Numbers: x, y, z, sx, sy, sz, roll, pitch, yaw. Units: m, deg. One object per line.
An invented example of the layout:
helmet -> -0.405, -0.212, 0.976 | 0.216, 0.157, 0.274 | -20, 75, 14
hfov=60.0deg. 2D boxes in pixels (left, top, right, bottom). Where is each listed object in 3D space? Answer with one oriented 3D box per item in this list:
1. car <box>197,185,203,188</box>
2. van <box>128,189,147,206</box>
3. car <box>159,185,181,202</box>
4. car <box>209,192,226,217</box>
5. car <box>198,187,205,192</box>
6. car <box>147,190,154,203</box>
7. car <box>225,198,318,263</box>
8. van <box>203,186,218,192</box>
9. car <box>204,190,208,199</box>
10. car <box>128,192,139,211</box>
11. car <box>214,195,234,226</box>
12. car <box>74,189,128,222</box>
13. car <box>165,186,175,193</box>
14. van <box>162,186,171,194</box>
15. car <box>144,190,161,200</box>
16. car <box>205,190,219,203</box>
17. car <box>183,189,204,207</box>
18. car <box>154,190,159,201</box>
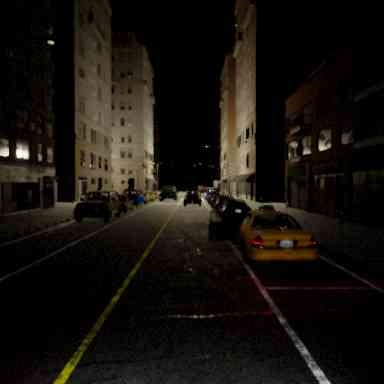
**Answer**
car -> 2.689, -0.351, 76.863 | 1.967, 1.590, 4.097 | 0, 1, 0
van -> -5.850, 0.597, 32.656 | 1.690, 1.788, 3.998 | 0, 1, 0
car -> -3.044, 0.209, 44.201 | 2.150, 2.045, 5.566 | 0, 1, 0
car -> 2.675, 0.950, 27.006 | 1.947, 1.339, 4.313 | 0, 1, 0
car -> 2.693, -0.632, 93.615 | 1.947, 1.339, 4.313 | 0, 1, 0
car -> -5.848, 0.654, 38.158 | 1.752, 1.417, 4.829 | 0, 1, 0
car -> 2.353, 1.208, 10.831 | 1.801, 1.575, 5.366 | 0, 1, 0
van -> 2.680, 0.332, 44.005 | 1.690, 1.788, 3.998 | 0, 1, 0
car -> 2.678, 0.706, 38.342 | 1.802, 1.307, 4.206 | 0, 1, 0
car -> -5.851, 0.935, 26.994 | 2.008, 1.369, 4.403 | 0, 1, 0
car -> 2.673, 1.079, 21.338 | 1.947, 1.339, 4.313 | 0, 1, 0
car -> -5.852, 0.828, 21.323 | 2.192, 1.841, 5.009 | 0, 1, 0
car -> -5.834, -0.745, 88.014 | 2.192, 1.841, 5.009 | 0, 1, 0
van -> -5.837, -0.450, 76.845 | 1.690, 1.788, 3.998 | 0, 1, 0
car -> -5.844, 0.407, 49.662 | 2.008, 1.369, 4.403 | 0, 1, 0
car -> 2.676, 0.806, 32.673 | 2.008, 1.369, 4.403 | 0, 1, 0
car -> 0.066, 0.729, 34.940 | 1.812, 1.442, 4.674 | 0, 1, 0
car -> -5.846, 0.520, 43.826 | 1.752, 1.417, 4.829 | 0, 1, 0
